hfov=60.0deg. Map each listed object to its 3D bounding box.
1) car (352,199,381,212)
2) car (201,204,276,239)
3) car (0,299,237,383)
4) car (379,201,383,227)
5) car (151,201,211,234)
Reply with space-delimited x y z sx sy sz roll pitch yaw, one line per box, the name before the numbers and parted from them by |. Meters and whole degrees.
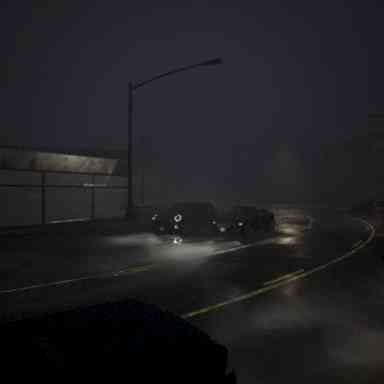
car | 20.207 1.490 38.044 2.128 1.511 4.902 0 0 -2
car | 2.835 1.493 17.539 2.128 1.511 4.902 0 0 35
car | -1.909 1.601 2.412 4.718 1.301 1.895 0 0 -37
car | 12.375 1.477 19.636 1.882 1.535 5.008 0 0 28
car | -0.267 1.350 19.238 2.097 1.767 4.553 0 0 36
